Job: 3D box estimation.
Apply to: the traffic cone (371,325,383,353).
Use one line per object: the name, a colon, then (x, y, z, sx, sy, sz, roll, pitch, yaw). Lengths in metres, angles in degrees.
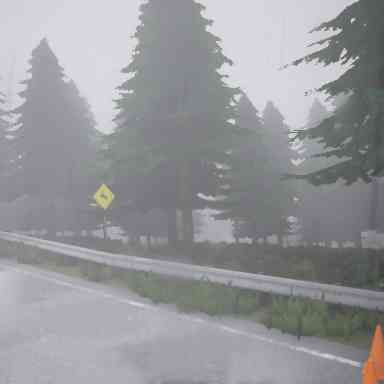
traffic cone: (2.321, 1.956, 4.130, 0.340, 0.580, 0.340, 0, 0, 34)

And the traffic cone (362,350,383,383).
traffic cone: (1.772, 1.956, 3.297, 0.340, 0.580, 0.340, 0, 0, 34)
